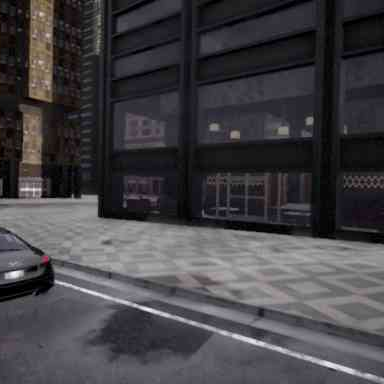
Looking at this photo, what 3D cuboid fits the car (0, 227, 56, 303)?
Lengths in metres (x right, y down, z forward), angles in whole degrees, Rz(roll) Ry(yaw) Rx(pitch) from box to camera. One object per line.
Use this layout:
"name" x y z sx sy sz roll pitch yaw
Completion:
"car" -4.833 1.433 7.183 4.181 1.385 1.994 1 1 36
